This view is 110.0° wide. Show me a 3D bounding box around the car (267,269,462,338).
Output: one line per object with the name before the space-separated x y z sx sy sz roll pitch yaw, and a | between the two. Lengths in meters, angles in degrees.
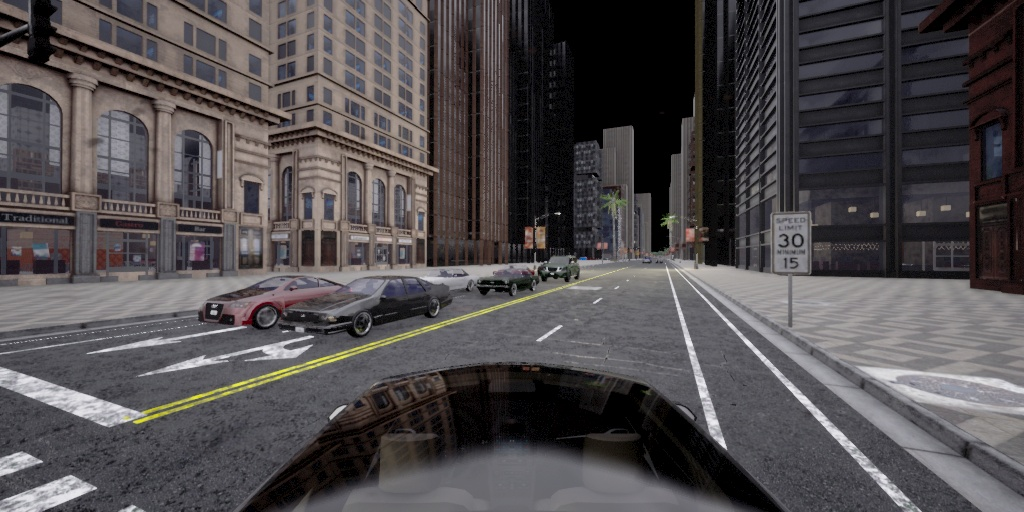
car | -3.834 1.299 10.669 2.033 1.411 5.357 0 0 23

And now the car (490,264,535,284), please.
car | 0.191 1.364 28.545 1.895 1.301 4.718 0 0 23

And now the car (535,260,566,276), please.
car | 4.199 1.251 37.932 1.882 1.535 5.008 0 0 23

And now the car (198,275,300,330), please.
car | -7.092 1.316 11.297 1.994 1.385 4.181 0 0 23

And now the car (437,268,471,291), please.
car | -3.687 1.357 19.370 1.895 1.301 4.718 0 0 23

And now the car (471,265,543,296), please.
car | -0.102 1.358 19.502 1.895 1.301 4.718 0 0 23

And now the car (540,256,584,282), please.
car | 4.065 0.987 29.354 2.150 2.045 5.566 0 0 23
